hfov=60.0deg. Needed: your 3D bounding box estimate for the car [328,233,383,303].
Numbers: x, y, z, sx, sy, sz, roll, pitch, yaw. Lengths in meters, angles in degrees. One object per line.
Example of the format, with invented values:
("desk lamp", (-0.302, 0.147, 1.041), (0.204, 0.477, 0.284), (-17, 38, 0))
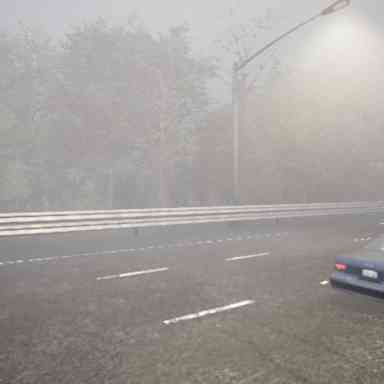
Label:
("car", (5.342, 1.548, 7.522), (5.357, 1.411, 2.033), (0, 0, -34))
